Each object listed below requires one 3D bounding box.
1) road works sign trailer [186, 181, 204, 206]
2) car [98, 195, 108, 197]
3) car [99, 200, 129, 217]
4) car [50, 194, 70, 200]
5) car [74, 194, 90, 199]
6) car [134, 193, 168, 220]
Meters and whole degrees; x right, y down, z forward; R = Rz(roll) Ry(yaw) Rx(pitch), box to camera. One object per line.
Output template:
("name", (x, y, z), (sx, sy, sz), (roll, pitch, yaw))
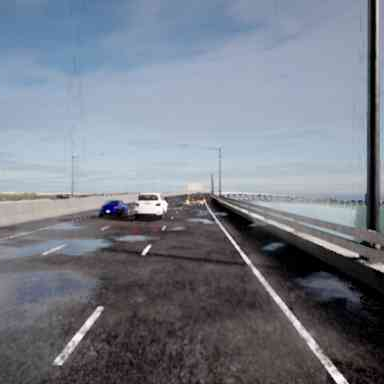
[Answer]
("road works sign trailer", (0.436, 0.220, 48.887), (2.380, 3.560, 2.880), (0, 0, 1))
("car", (-16.778, 1.243, 63.341), (1.994, 1.385, 4.181), (0, 0, 2))
("car", (-6.738, 1.382, 29.064), (1.812, 1.442, 4.674), (0, 0, 1))
("car", (-23.860, 1.177, 60.165), (1.882, 1.535, 5.008), (0, 0, 2))
("car", (-20.319, 1.190, 61.666), (1.837, 1.490, 4.892), (0, 1, 2))
("car", (-3.260, 1.088, 27.115), (2.150, 2.045, 5.566), (0, 0, 1))
